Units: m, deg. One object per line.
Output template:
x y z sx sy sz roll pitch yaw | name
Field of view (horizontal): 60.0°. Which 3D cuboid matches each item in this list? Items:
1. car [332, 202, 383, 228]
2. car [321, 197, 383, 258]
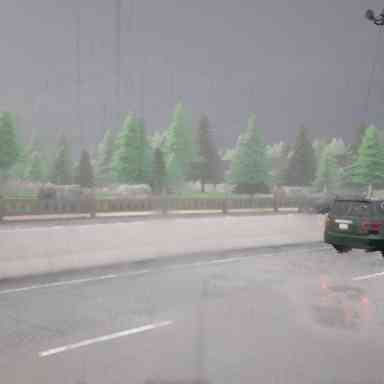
11.665 1.464 21.818 4.674 1.442 1.812 0 0 -22 | car
7.242 1.189 11.903 5.566 2.045 2.150 0 0 -27 | car
